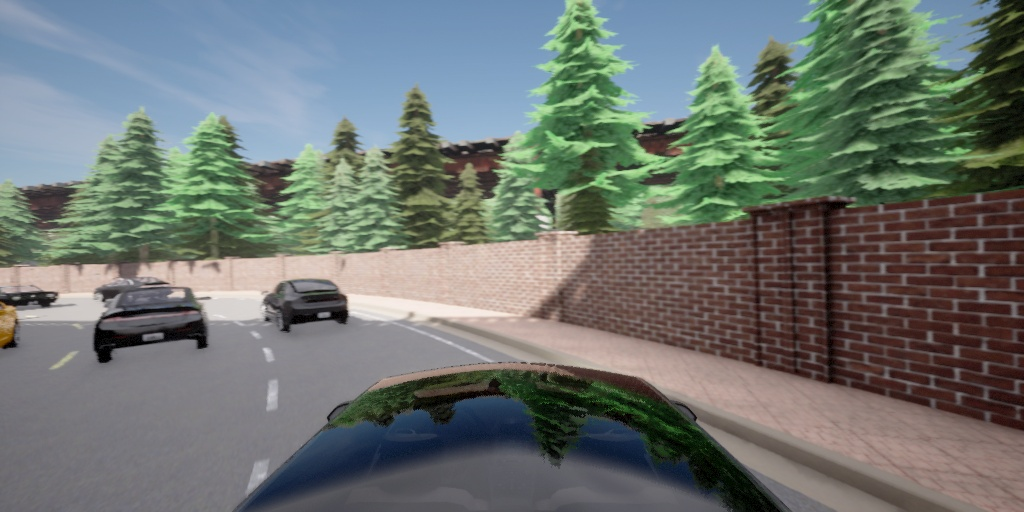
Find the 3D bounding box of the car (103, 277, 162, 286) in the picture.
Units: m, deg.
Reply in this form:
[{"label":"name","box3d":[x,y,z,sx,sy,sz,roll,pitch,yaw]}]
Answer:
[{"label":"car","box3d":[-23.313,2.057,22.073,4.902,1.511,2.128,-2,0,17]}]

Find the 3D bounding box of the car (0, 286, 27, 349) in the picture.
[{"label":"car","box3d":[-12.916,1.661,8.003,5.008,1.535,1.882,-2,-1,42]}]

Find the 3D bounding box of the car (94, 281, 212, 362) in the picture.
[{"label":"car","box3d":[-9.236,1.563,9.416,2.128,1.511,4.902,-1,0,-42]}]

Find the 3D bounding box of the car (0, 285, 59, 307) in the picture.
[{"label":"car","box3d":[-27.994,2.307,19.871,4.718,1.301,1.895,-2,0,14]}]

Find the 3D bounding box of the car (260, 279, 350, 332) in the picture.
[{"label":"car","box3d":[-7.072,1.518,12.152,1.837,1.490,4.892,-1,-1,-43]}]
